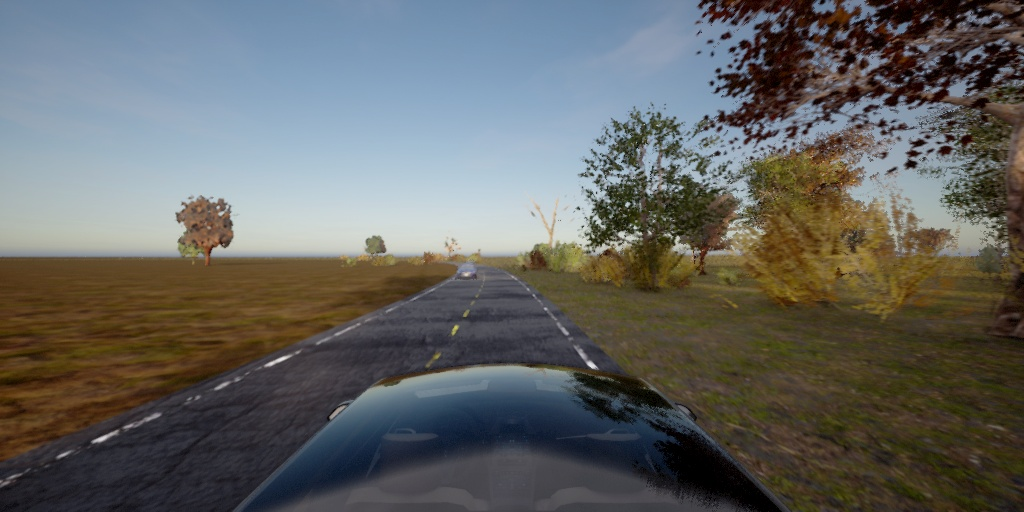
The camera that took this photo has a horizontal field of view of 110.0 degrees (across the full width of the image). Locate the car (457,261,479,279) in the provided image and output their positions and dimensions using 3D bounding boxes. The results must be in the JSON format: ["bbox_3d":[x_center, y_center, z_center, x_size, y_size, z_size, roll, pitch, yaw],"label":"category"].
[{"bbox_3d":[-4.319,1.472,34.982,1.812,1.442,4.674,0,0,-4],"label":"car"}]
